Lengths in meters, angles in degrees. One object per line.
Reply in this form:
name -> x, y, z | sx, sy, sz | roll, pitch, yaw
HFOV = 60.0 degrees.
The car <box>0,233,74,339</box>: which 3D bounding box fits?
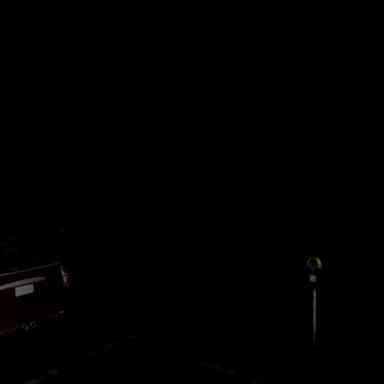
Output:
car -> -3.995, 1.440, 5.928 | 4.097, 1.590, 1.967 | 0, 0, 36
